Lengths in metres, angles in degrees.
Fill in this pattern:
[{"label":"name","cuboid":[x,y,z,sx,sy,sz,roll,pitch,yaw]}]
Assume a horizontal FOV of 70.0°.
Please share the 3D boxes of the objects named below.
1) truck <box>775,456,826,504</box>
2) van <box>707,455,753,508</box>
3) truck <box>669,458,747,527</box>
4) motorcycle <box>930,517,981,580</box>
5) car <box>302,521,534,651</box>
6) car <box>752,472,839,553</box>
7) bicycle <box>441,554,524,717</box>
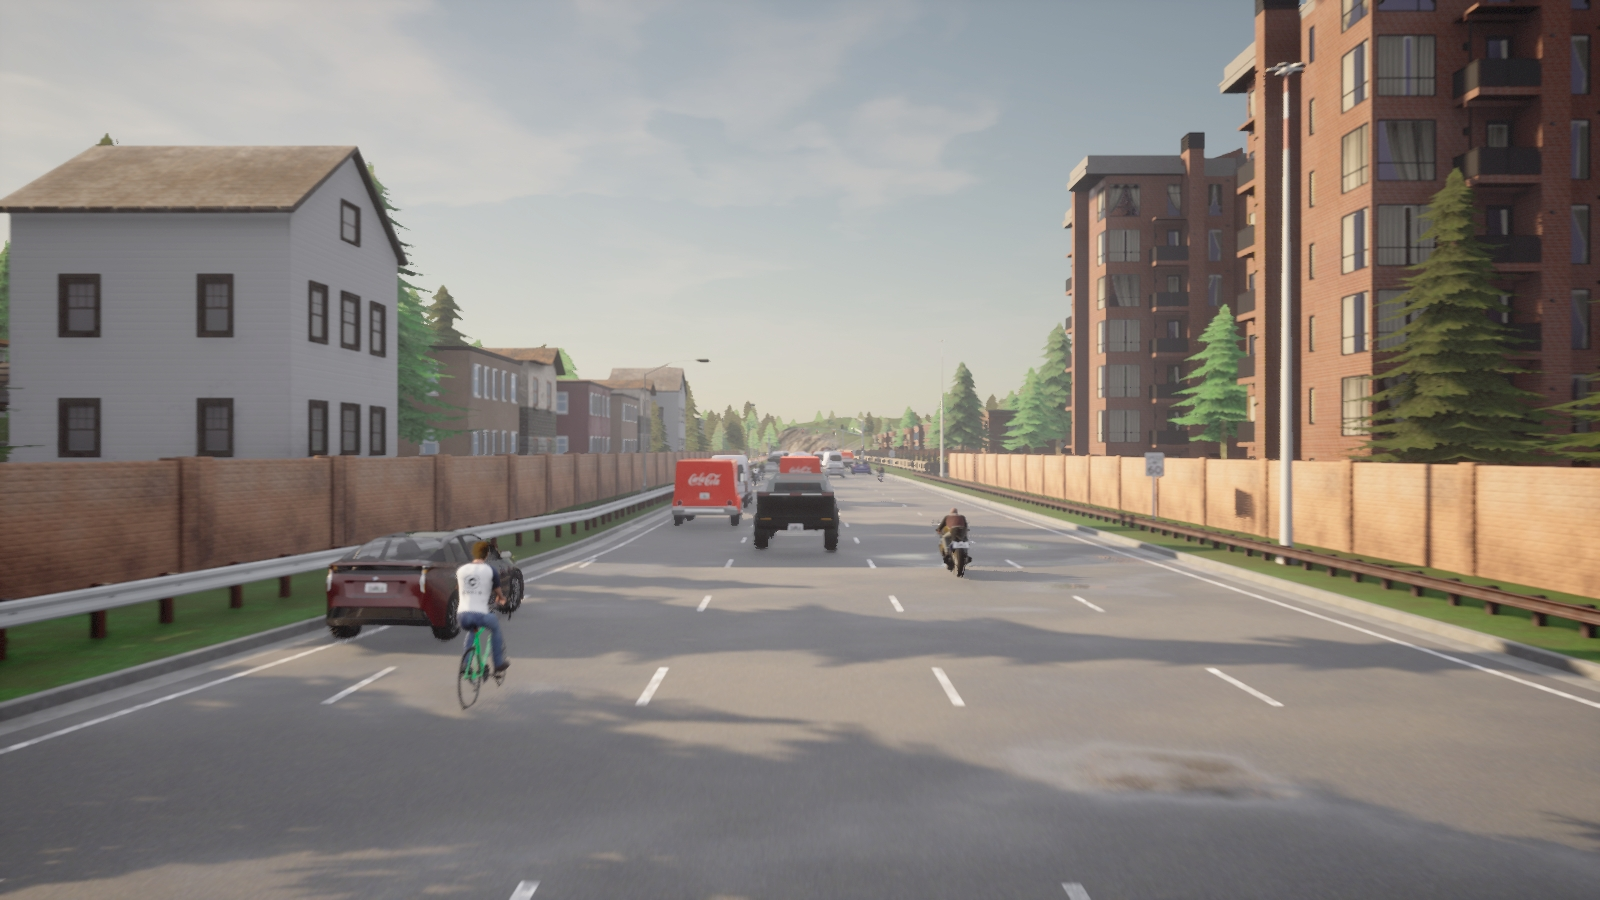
[{"label":"truck","cuboid":[0.010,1.570,61.647,2.627,2.467,5.204,0,0,0]},{"label":"van","cuboid":[-3.494,1.535,58.079,1.988,2.561,5.915,0,0,0]},{"label":"truck","cuboid":[-3.488,1.570,44.295,2.627,2.467,5.204,0,0,0]},{"label":"motorcycle","cuboid":[3.507,2.205,25.948,0.867,1.251,2.209,0,0,0]},{"label":"car","cuboid":[-5.880,2.040,18.263,2.007,1.525,4.514,0,0,3]},{"label":"car","cuboid":[-0.048,1.754,34.249,2.390,2.098,6.274,0,0,1]},{"label":"bicycle","cuboid":[-3.575,2.053,12.982,0.373,1.496,1.643,0,3,4]}]
